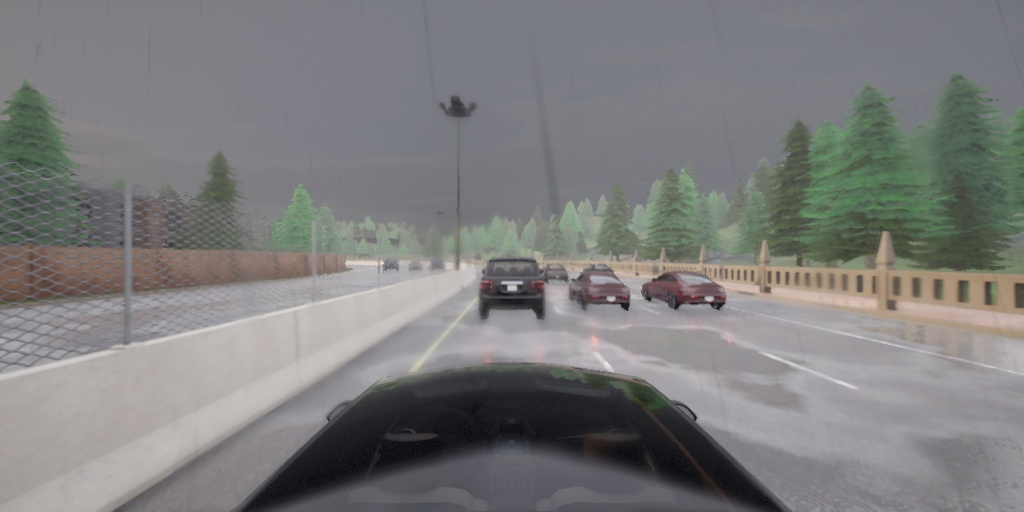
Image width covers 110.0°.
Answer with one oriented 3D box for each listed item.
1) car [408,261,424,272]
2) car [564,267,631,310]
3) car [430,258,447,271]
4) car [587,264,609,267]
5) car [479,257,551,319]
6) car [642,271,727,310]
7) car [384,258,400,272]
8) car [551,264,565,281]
[{"bbox_3d":[-14.572,1.580,54.391,1.837,1.490,4.892,0,0,-16],"label":"car"},{"bbox_3d":[3.550,1.358,15.050,1.812,1.442,4.674,0,0,1],"label":"car"},{"bbox_3d":[-11.872,1.315,57.627,2.150,2.045,5.566,0,0,-18],"label":"car"},{"bbox_3d":[6.942,1.413,29.378,2.128,1.511,4.902,0,0,-1],"label":"car"},{"bbox_3d":[0.031,1.045,13.289,2.150,2.045,5.566,0,0,1],"label":"car"},{"bbox_3d":[7.050,1.358,15.058,1.812,1.442,4.674,0,0,1],"label":"car"},{"bbox_3d":[-18.304,1.298,54.759,2.150,2.045,5.566,0,0,-17],"label":"car"},{"bbox_3d":[3.444,1.413,29.382,2.128,1.511,4.902,0,0,-1],"label":"car"}]
